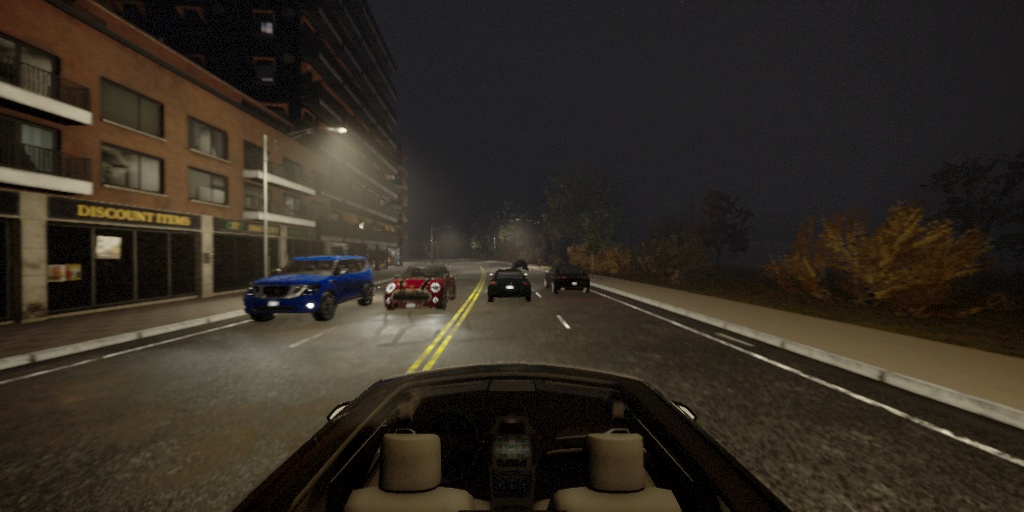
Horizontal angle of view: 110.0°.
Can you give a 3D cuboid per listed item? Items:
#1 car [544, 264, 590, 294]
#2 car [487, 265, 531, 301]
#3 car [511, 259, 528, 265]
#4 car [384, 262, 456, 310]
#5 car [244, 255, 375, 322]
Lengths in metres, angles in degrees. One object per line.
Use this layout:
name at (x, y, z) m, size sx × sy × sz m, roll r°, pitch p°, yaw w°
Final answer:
car at (2.989, 1.212, 20.152) m, size 1.882 × 1.535 × 5.008 m, roll 0°, pitch 0°, yaw -2°
car at (-0.161, 1.310, 17.421) m, size 1.994 × 1.385 × 4.181 m, roll 0°, pitch 0°, yaw -2°
car at (1.044, 1.218, 49.279) m, size 1.837 × 1.490 × 4.892 m, roll 0°, pitch 0°, yaw -6°
car at (-3.547, 1.109, 14.584) m, size 2.097 × 1.767 × 4.553 m, roll 0°, pitch 0°, yaw -2°
car at (-6.744, 0.991, 12.781) m, size 2.150 × 2.045 × 5.566 m, roll 0°, pitch 0°, yaw -1°
